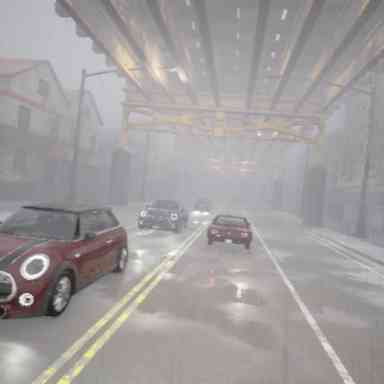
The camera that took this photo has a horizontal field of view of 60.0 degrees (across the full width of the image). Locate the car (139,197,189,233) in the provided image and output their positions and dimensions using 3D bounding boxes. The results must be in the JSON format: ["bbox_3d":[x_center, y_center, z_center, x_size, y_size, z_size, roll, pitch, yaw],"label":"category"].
[{"bbox_3d":[-1.428,1.172,18.519,2.097,1.767,4.553,5,0,7],"label":"car"}]

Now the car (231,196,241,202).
[{"bbox_3d":[12.028,1.927,90.409,1.895,1.301,4.718,6,1,18],"label":"car"}]

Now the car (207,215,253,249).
[{"bbox_3d":[1.817,1.746,15.807,1.895,1.301,4.718,6,0,7],"label":"car"}]

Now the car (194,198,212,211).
[{"bbox_3d":[1.438,1.462,40.603,2.128,1.511,4.902,6,0,7],"label":"car"}]

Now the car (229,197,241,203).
[{"bbox_3d":[9.953,1.820,80.020,2.033,1.411,5.357,6,1,7],"label":"car"}]

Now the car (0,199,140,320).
[{"bbox_3d":[-2.885,1.053,6.928,2.097,1.767,4.553,6,0,7],"label":"car"}]
